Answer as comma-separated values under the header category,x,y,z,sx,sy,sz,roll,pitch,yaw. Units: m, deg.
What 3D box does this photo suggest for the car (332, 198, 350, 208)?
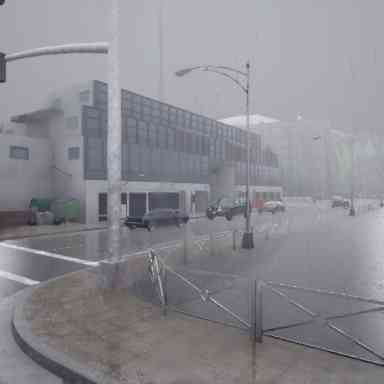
category,x,y,z,sx,sy,sz,roll,pitch,yaw
car,22.774,1.681,50.861,1.837,1.490,4.892,0,0,36

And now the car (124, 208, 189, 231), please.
category,x,y,z,sx,sy,sz,roll,pitch,yaw
car,-2.265,1.777,22.128,1.895,1.301,4.718,0,0,36

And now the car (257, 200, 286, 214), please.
category,x,y,z,sx,sy,sz,roll,pitch,yaw
car,9.243,1.702,38.229,1.812,1.442,4.674,0,0,36

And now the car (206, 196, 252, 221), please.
category,x,y,z,sx,sy,sz,roll,pitch,yaw
car,3.467,1.398,30.157,2.150,2.045,5.566,0,0,36
